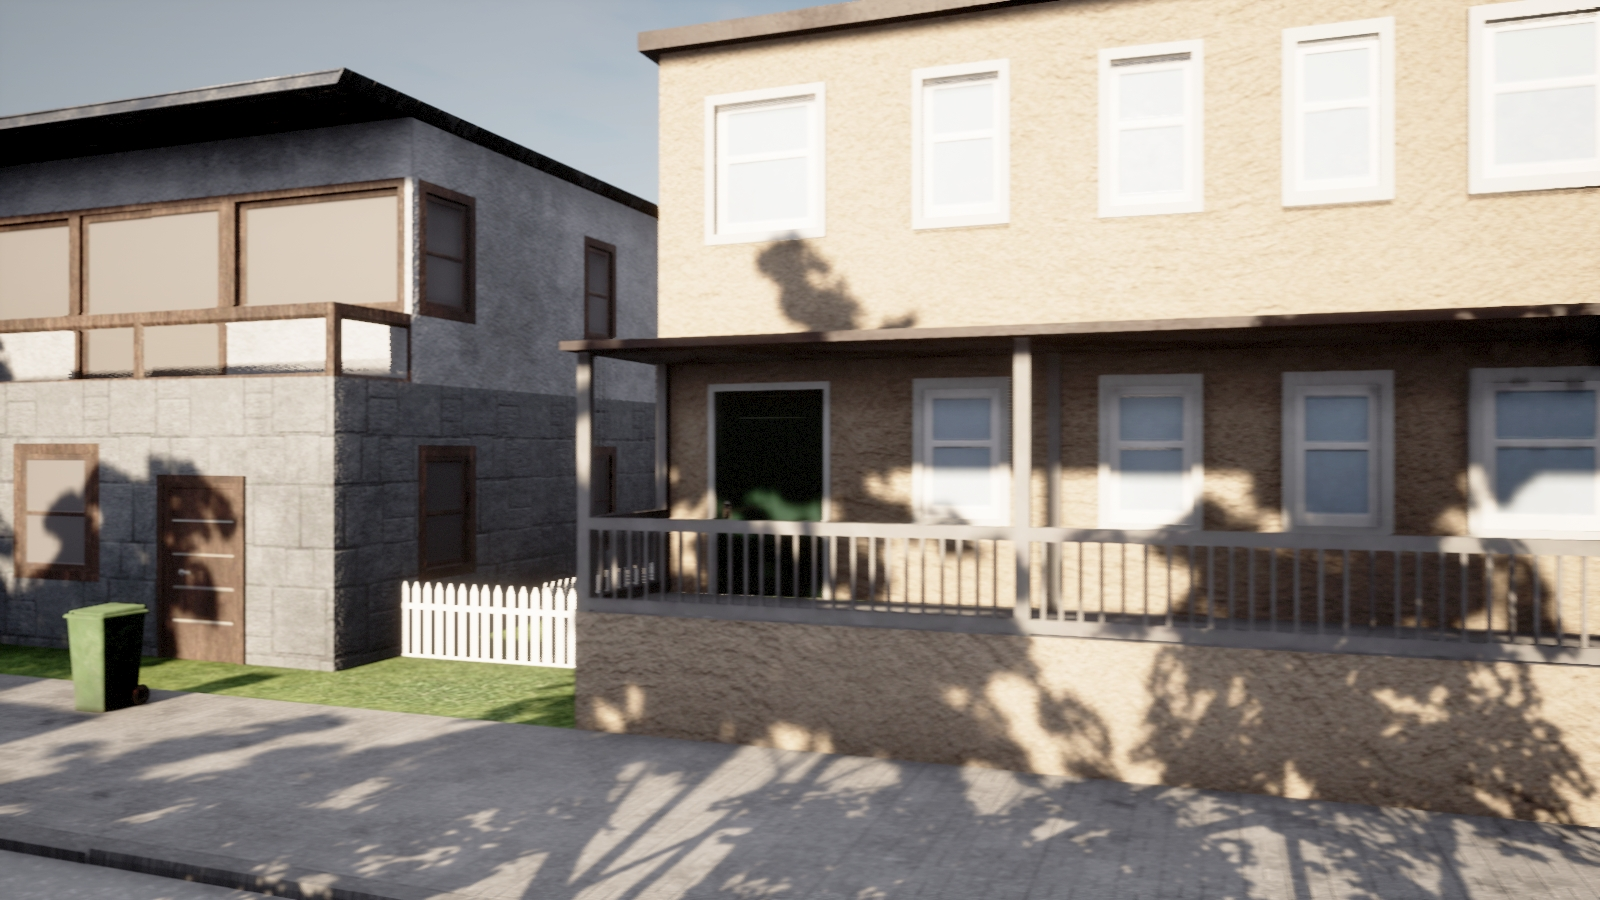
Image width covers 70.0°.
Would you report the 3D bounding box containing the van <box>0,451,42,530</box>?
[{"bbox_3d":[-27.336,1.314,35.817,1.988,2.561,5.915,0,0,20],"label":"van"}]
